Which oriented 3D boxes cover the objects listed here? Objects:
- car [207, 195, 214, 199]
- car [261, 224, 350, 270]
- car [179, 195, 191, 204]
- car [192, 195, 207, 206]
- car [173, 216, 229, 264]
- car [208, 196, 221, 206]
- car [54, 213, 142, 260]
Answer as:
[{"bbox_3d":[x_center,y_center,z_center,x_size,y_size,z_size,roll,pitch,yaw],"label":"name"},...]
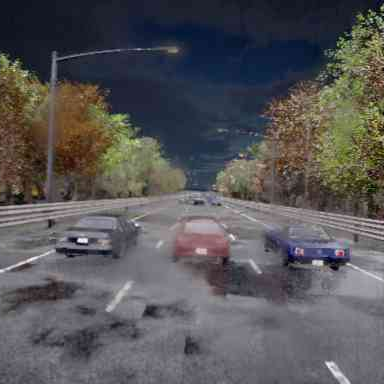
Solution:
[{"bbox_3d":[5.389,1.912,87.744,2.150,2.045,5.566,2,0,1],"label":"car"},{"bbox_3d":[3.825,1.839,12.140,1.895,1.301,4.718,2,0,1],"label":"car"},{"bbox_3d":[-1.873,1.845,75.349,2.128,1.511,4.902,2,0,1],"label":"car"},{"bbox_3d":[1.423,1.895,65.464,1.882,1.535,5.008,2,0,1],"label":"car"},{"bbox_3d":[0.332,1.614,12.212,1.812,1.442,4.674,2,0,1],"label":"car"},{"bbox_3d":[4.993,2.150,69.152,1.994,1.385,4.181,2,0,1],"label":"car"},{"bbox_3d":[-3.166,1.486,12.282,2.033,1.411,5.357,2,0,1],"label":"car"}]
